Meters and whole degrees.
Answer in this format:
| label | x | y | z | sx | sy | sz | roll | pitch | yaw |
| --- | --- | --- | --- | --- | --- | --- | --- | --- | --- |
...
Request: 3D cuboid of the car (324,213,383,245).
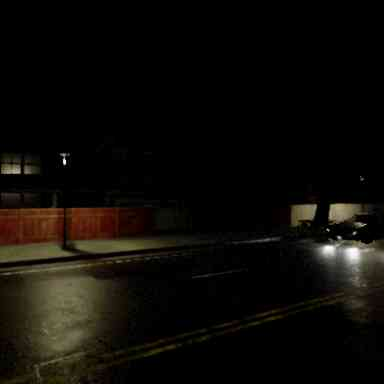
| label | x | y | z | sx | sy | sz | roll | pitch | yaw |
| --- | --- | --- | --- | --- | --- | --- | --- | --- | --- |
| car | 9.243 | 1.812 | 17.307 | 5.357 | 1.411 | 2.033 | 1 | -1 | -33 |
